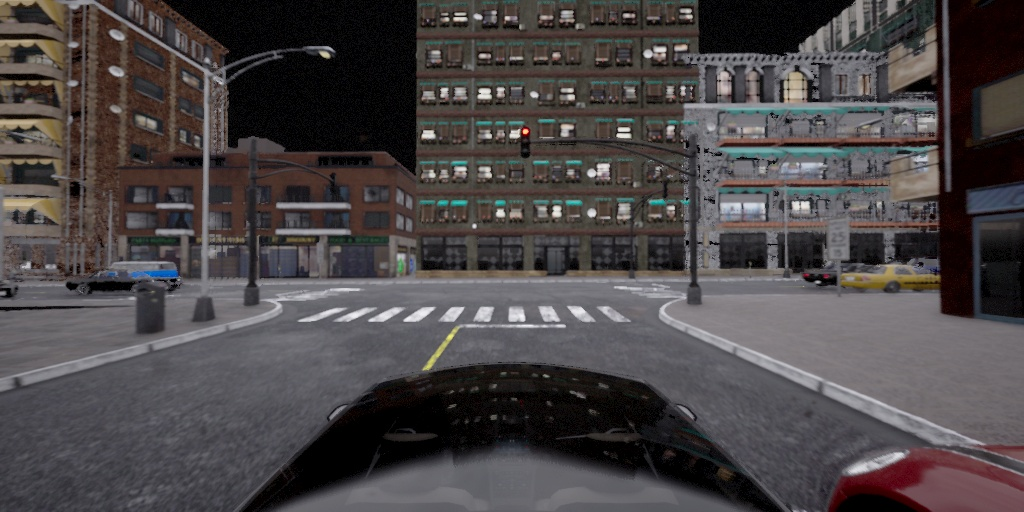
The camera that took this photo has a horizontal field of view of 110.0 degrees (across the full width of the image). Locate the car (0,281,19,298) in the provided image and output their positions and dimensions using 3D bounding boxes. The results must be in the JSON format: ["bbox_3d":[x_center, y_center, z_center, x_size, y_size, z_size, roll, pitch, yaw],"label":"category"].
[{"bbox_3d":[-26.185,1.411,16.888,4.313,1.339,1.948,0,0,1],"label":"car"}]

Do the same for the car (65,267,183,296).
[{"bbox_3d":[-20.922,1.433,19.510,4.718,1.301,1.895,-1,-1,1],"label":"car"}]

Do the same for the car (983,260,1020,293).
[{"bbox_3d":[22.920,0.943,16.168,4.403,1.370,2.007,0,0,1],"label":"car"}]

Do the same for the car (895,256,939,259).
[{"bbox_3d":[24.394,0.809,21.949,4.553,1.767,2.097,0,-1,1],"label":"car"}]

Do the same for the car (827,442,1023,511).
[{"bbox_3d":[2.738,1.196,0.367,1.967,1.591,4.097,0,0,0],"label":"car"}]

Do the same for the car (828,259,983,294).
[{"bbox_3d":[17.656,0.967,16.245,4.829,1.417,1.751,0,0,1],"label":"car"}]

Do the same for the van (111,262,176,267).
[{"bbox_3d":[-26.059,1.297,25.267,3.998,1.789,1.690,0,0,1],"label":"van"}]

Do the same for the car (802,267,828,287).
[{"bbox_3d":[18.374,1.070,18.938,4.718,1.301,1.895,-1,-1,1],"label":"car"}]
